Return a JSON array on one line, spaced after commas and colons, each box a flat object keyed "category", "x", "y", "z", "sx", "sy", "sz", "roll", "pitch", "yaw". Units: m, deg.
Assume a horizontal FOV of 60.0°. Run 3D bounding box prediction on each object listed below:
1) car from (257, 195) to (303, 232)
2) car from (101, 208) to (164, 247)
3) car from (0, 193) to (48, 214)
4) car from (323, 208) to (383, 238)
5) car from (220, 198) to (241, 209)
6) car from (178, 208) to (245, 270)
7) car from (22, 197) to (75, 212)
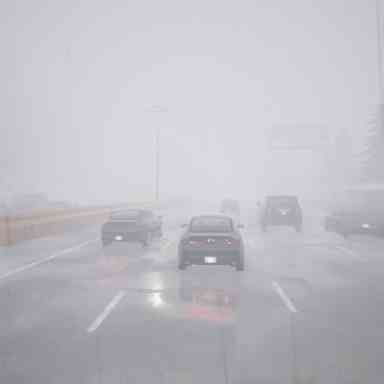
[{"category": "car", "x": 5.187, "y": 1.184, "z": 20.062, "sx": 2.150, "sy": 2.045, "sz": 5.566, "roll": 0, "pitch": 0, "yaw": 8}, {"category": "car", "x": -2.491, "y": 1.460, "z": 14.789, "sx": 1.837, "sy": 1.490, "sz": 4.892, "roll": 0, "pitch": 0, "yaw": 6}, {"category": "car", "x": -14.803, "y": 1.107, "z": 29.483, "sx": 2.150, "sy": 2.045, "sz": 5.566, "roll": 0, "pitch": 0, "yaw": 9}, {"category": "car", "x": 8.401, "y": 1.541, "z": 17.583, "sx": 1.994, "sy": 1.385, "sz": 4.181, "roll": 0, "pitch": 0, "yaw": 7}, {"category": "car", "x": 3.920, "y": 1.428, "z": 33.986, "sx": 1.837, "sy": 1.490, "sz": 4.892, "roll": 0, "pitch": 0, "yaw": 10}, {"category": "car", "x": 0.663, "y": 1.478, "z": 10.922, "sx": 1.837, "sy": 1.490, "sz": 4.892, "roll": 0, "pitch": 0, "yaw": 5}, {"category": "car", "x": -11.527, "y": 1.404, "z": 27.749, "sx": 1.837, "sy": 1.490, "sz": 4.892, "roll": 0, "pitch": 0, "yaw": 9}]
